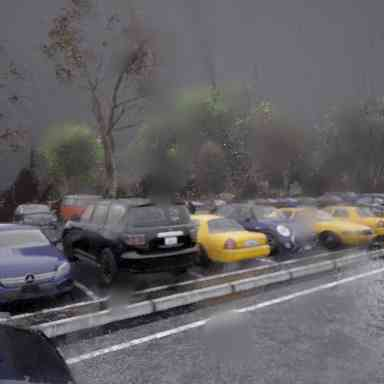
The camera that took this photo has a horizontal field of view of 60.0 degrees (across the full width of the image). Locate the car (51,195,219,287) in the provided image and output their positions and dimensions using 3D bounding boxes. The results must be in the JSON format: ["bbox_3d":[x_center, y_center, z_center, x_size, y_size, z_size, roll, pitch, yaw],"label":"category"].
[{"bbox_3d":[-2.028,1.191,9.627,2.435,2.045,5.566,-1,0,-36],"label":"car"}]

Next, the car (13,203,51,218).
[{"bbox_3d":[-9.386,1.444,19.790,2.231,1.521,4.892,-1,0,-36],"label":"car"}]

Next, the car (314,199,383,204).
[{"bbox_3d":[7.069,1.349,16.340,1.946,1.575,5.366,-1,0,-36],"label":"car"}]

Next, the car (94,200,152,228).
[{"bbox_3d":[-4.896,1.399,23.006,2.097,1.535,5.008,-1,0,-36],"label":"car"}]

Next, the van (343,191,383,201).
[{"bbox_3d":[11.701,1.081,19.575,1.878,1.987,4.442,-1,0,-36],"label":"van"}]

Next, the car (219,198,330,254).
[{"bbox_3d":[2.565,1.272,12.922,2.185,1.767,4.553,-1,0,-36],"label":"car"}]

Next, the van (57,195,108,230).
[{"bbox_3d":[-7.154,1.195,21.524,1.878,1.987,4.442,0,0,-36],"label":"van"}]

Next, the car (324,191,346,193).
[{"bbox_3d":[18.069,0.917,39.430,2.435,2.045,5.566,-1,0,-36],"label":"car"}]

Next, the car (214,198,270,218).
[{"bbox_3d":[4.371,1.338,29.677,2.163,1.488,4.792,-1,0,-36],"label":"car"}]

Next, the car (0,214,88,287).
[{"bbox_3d":[-4.307,1.505,7.961,2.002,1.452,4.674,-1,0,-36],"label":"car"}]

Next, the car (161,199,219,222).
[{"bbox_3d":[-0.300,1.354,26.287,2.097,1.535,5.008,-1,0,-36],"label":"car"}]

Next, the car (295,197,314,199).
[{"bbox_3d":[8.981,1.263,32.939,2.097,1.535,5.008,-1,0,-36],"label":"car"}]

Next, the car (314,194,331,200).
[{"bbox_3d":[11.275,1.241,34.585,2.231,1.521,4.892,-1,0,-36],"label":"car"}]

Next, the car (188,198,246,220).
[{"bbox_3d":[1.989,1.331,27.939,2.097,1.535,5.008,-1,0,-36],"label":"car"}]

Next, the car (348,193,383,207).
[{"bbox_3d":[22.788,0.980,42.770,2.185,1.767,4.553,0,0,-36],"label":"car"}]

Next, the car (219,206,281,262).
[{"bbox_3d":[0.179,1.417,11.402,1.946,1.575,5.366,-1,0,-36],"label":"car"}]

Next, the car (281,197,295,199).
[{"bbox_3d":[6.686,1.285,31.294,2.097,1.535,5.008,-1,0,-36],"label":"car"}]

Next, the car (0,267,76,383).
[{"bbox_3d":[-2.758,1.571,1.713,4.181,1.385,1.994,0,0,-36],"label":"car"}]

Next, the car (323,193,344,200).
[{"bbox_3d":[15.857,1.193,37.886,2.231,1.521,4.892,-1,0,-36],"label":"car"}]

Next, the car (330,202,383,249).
[{"bbox_3d":[4.988,1.372,14.392,1.946,1.575,5.366,-1,0,-36],"label":"car"}]

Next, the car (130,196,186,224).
[{"bbox_3d":[-2.616,1.251,24.671,2.185,1.767,4.553,-1,0,-36],"label":"car"}]
